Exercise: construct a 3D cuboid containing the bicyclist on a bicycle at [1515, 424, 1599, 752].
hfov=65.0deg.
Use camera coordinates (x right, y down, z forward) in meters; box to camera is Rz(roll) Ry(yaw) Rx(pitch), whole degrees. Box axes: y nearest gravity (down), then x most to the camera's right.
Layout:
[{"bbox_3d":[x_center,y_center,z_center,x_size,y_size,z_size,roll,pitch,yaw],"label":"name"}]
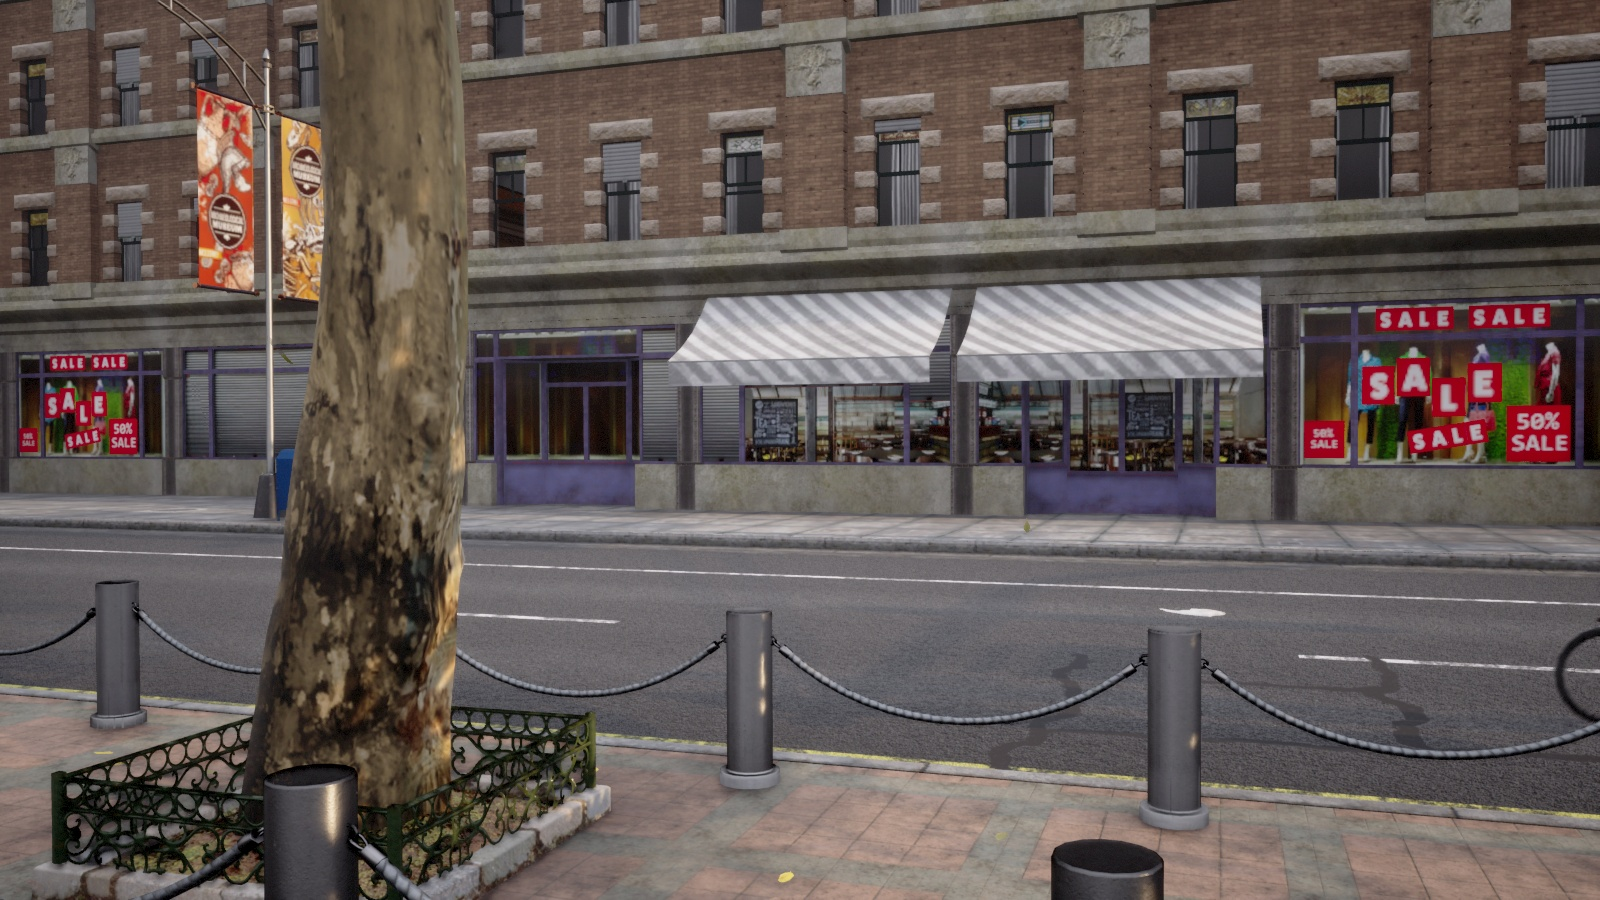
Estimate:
[{"bbox_3d":[4.597,0.678,6.391,1.509,1.612,0.866,1,1,19],"label":"bicyclist on a bicycle"}]
